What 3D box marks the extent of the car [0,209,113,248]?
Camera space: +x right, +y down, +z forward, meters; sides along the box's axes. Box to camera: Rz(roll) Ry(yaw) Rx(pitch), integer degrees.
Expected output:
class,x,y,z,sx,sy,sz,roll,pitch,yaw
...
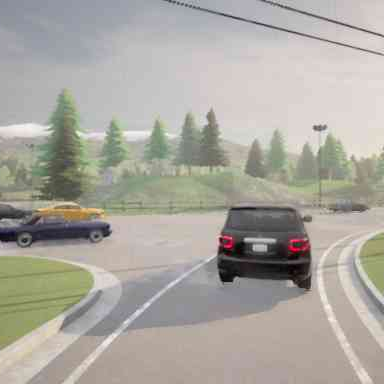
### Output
class,x,y,z,sx,sy,sz,roll,pitch,yaw
car,-6.066,1.661,15.068,4.718,1.301,1.895,0,0,-27

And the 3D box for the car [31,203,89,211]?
class,x,y,z,sx,sy,sz,roll,pitch,yaw
car,-9.198,1.578,25.251,5.008,1.535,1.882,0,0,-27

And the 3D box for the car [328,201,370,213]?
class,x,y,z,sx,sy,sz,roll,pitch,yaw
car,18.610,1.724,39.328,5.357,1.411,2.033,0,0,-27

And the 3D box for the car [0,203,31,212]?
class,x,y,z,sx,sy,sz,roll,pitch,yaw
car,-14.845,1.627,26.314,4.674,1.442,1.812,0,0,-27

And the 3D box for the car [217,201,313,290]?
class,x,y,z,sx,sy,sz,roll,pitch,yaw
car,2.222,1.266,9.577,2.150,2.045,5.566,0,0,17

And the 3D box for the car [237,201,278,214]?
class,x,y,z,sx,sy,sz,roll,pitch,yaw
car,7.427,1.726,37.589,4.181,1.385,1.994,0,0,-27
